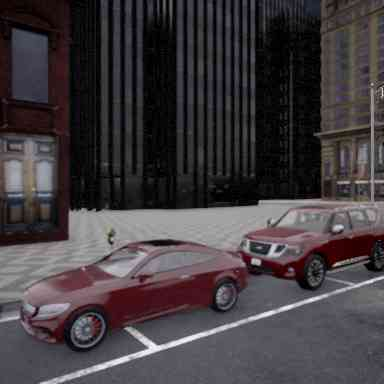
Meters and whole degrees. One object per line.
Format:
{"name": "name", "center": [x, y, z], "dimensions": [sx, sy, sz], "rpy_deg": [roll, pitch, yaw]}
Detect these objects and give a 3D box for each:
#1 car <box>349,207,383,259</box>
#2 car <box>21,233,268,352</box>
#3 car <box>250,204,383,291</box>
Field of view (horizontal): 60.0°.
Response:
{"name": "car", "center": [7.853, 1.394, 12.250], "dimensions": [4.097, 1.590, 1.967], "rpy_deg": [0, 0, -36]}
{"name": "car", "center": [-0.777, 1.574, 6.093], "dimensions": [4.206, 1.307, 1.802], "rpy_deg": [0, 0, -36]}
{"name": "car", "center": [3.537, 1.290, 9.171], "dimensions": [5.009, 1.841, 2.192], "rpy_deg": [0, 0, -36]}
